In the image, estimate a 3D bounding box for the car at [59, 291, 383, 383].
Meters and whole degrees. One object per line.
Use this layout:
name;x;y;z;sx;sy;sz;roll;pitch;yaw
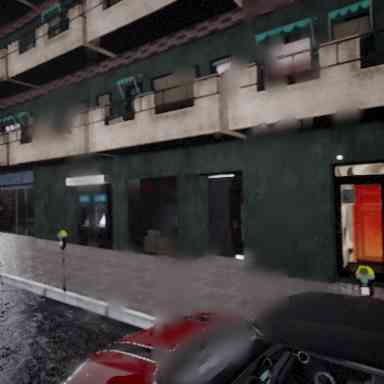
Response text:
car;0.842;1.440;2.155;4.097;1.590;1.967;0;-2;36
